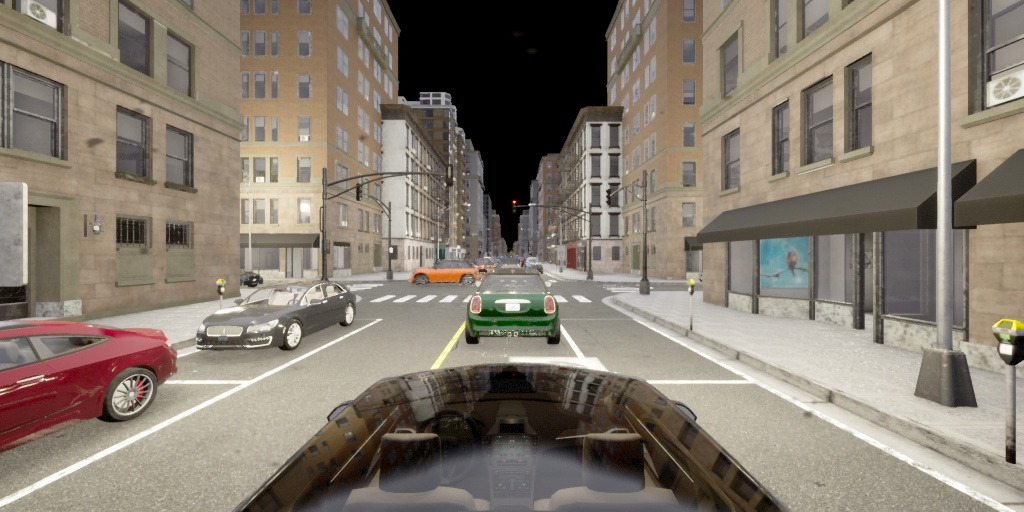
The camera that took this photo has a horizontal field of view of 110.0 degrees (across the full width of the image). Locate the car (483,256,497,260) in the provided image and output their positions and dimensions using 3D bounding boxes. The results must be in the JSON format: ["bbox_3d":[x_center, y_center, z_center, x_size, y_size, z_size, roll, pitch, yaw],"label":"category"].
[{"bbox_3d":[-2.832,1.099,34.684,2.097,1.767,4.553,0,0,0],"label":"car"}]

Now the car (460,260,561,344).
[{"bbox_3d":[0.038,1.102,9.712,2.097,1.767,4.553,0,0,1],"label":"car"}]

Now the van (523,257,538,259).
[{"bbox_3d":[2.626,1.086,46.559,1.690,1.789,3.998,0,0,0],"label":"van"}]

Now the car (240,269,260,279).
[{"bbox_3d":[-17.150,1.224,21.099,4.181,1.385,1.994,0,0,0],"label":"car"}]

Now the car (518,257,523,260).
[{"bbox_3d":[2.625,1.059,62.778,2.192,1.841,5.009,0,0,0],"label":"car"}]

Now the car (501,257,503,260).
[{"bbox_3d":[-2.841,1.250,54.766,1.837,1.490,4.892,0,0,0],"label":"car"}]

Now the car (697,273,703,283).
[{"bbox_3d":[15.158,1.441,24.112,4.718,1.301,1.895,0,0,0],"label":"car"}]

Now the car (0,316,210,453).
[{"bbox_3d":[-5.389,1.332,3.186,1.802,1.307,4.207,0,0,0],"label":"car"}]

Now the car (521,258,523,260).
[{"bbox_3d":[2.626,1.327,51.966,1.802,1.307,4.207,0,0,0],"label":"car"}]

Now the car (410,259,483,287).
[{"bbox_3d":[-4.464,1.090,24.078,4.553,1.767,2.097,0,0,0],"label":"car"}]

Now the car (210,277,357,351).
[{"bbox_3d":[-5.391,1.300,8.867,2.007,1.370,4.403,0,0,0],"label":"car"}]

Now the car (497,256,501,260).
[{"bbox_3d":[-2.852,1.098,44.607,2.097,1.767,4.553,0,0,-1],"label":"car"}]

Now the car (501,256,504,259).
[{"bbox_3d":[-2.823,1.270,65.176,1.812,1.442,4.674,0,0,1],"label":"car"}]
